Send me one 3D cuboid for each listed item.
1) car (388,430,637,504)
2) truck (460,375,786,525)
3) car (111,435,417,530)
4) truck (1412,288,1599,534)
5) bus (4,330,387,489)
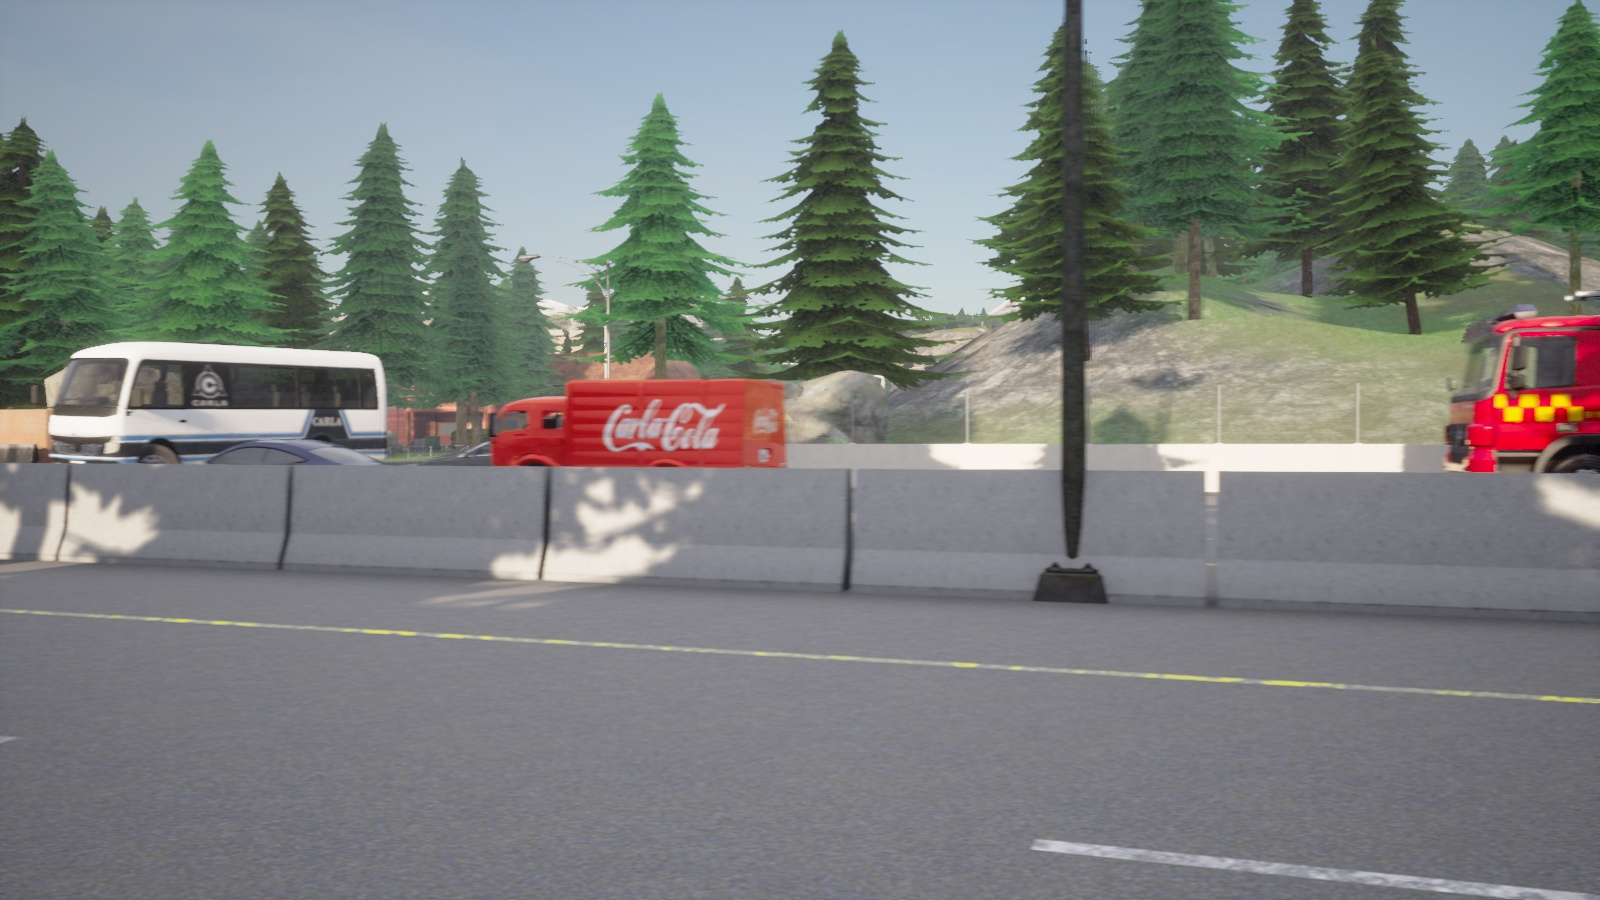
[{"bbox_3d":[-6.267,0.319,27.455,4.902,1.511,2.128,1,1,19],"label":"car"},{"bbox_3d":[-3.155,-0.036,22.710,5.204,2.467,2.627,1,1,19],"label":"truck"},{"bbox_3d":[-8.932,0.483,20.968,4.674,1.442,1.812,1,1,19],"label":"car"},{"bbox_3d":[14.819,-0.608,20.343,8.468,3.827,2.891,1,1,19],"label":"truck"},{"bbox_3d":[-18.238,-1.256,38.963,3.944,4.253,10.273,3,2,29],"label":"bus"}]
